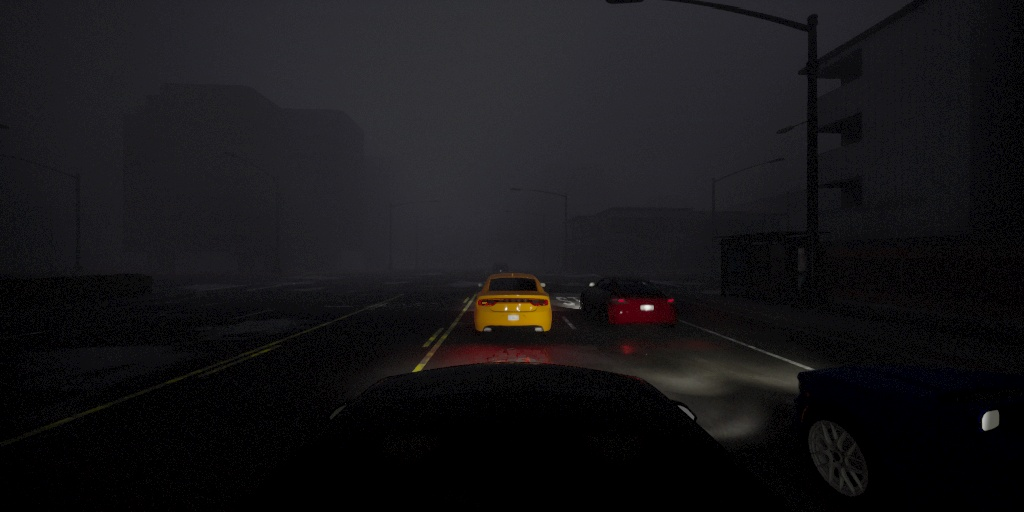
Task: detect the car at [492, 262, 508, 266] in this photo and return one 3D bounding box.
[{"bbox_3d":[-1.444,1.426,43.441,1.895,1.301,4.718,0,-1,-4],"label":"car"}]

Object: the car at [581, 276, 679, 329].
[{"bbox_3d":[3.493,1.314,11.347,1.994,1.385,4.181,0,0,-1],"label":"car"}]

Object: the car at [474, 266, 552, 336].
[{"bbox_3d":[0.002,1.228,10.486,1.882,1.535,5.008,0,0,-1],"label":"car"}]

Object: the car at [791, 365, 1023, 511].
[{"bbox_3d":[3.565,1.228,1.327,1.882,1.535,5.008,0,0,0],"label":"car"}]
